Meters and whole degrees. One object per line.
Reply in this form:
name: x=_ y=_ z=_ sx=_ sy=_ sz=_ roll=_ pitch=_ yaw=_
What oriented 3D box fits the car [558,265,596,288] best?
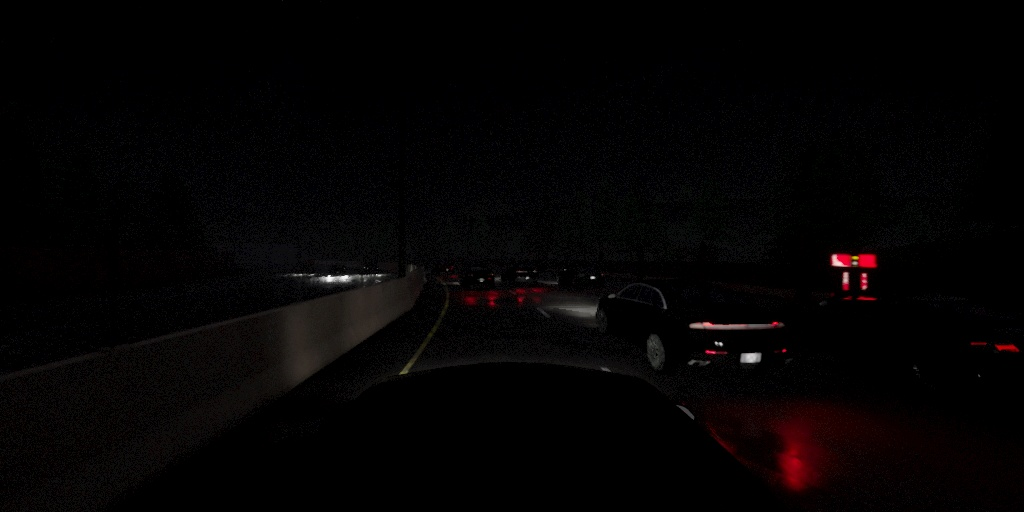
car: x=4.494 y=1.292 z=23.746 sx=1.994 sy=1.385 sz=4.181 roll=0 pitch=0 yaw=-12

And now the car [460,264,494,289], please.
car: x=-2.349 y=1.260 z=23.571 sx=1.812 sy=1.442 sz=4.674 roll=0 pitch=0 yaw=-13

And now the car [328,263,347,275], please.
car: x=-19.652 y=1.422 z=40.451 sx=1.895 sy=1.301 sz=4.718 roll=0 pitch=0 yaw=-25

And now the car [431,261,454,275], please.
car: x=-7.890 y=1.280 z=40.790 sx=1.812 sy=1.442 sz=4.674 roll=0 pitch=0 yaw=-23

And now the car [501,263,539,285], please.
car: x=0.470 y=1.236 z=25.801 sx=2.128 sy=1.511 sz=4.902 roll=0 pitch=0 yaw=-13

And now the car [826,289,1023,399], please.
car: x=6.791 y=1.286 z=6.470 sx=1.994 sy=1.385 sz=4.181 roll=0 pitch=0 yaw=-3

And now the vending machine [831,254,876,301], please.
vending machine: x=14.081 y=0.887 z=14.810 sx=1.100 sy=2.100 sz=0.880 roll=0 pitch=0 yaw=-7

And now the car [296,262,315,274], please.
car: x=-25.400 y=1.391 z=44.074 sx=2.033 sy=1.411 sz=5.357 roll=0 pitch=0 yaw=-29

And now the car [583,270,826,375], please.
car: x=3.232 y=1.228 z=7.496 sx=2.128 sy=1.511 sz=4.902 roll=0 pitch=0 yaw=-4

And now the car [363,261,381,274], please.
car: x=-16.645 y=1.316 z=42.189 sx=1.837 sy=1.490 sz=4.892 roll=0 pitch=0 yaw=-26
